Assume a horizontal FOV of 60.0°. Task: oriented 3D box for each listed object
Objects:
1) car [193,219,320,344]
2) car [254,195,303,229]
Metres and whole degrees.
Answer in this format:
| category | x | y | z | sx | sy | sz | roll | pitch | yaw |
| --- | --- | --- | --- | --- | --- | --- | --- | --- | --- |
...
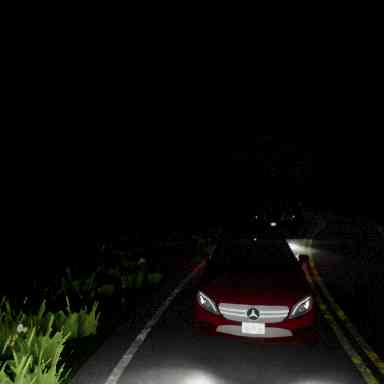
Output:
| category | x | y | z | sx | sy | sz | roll | pitch | yaw |
| --- | --- | --- | --- | --- | --- | --- | --- | --- | --- |
| car | 1.229 | 1.534 | 6.669 | 1.812 | 1.442 | 4.674 | -1 | 0 | 11 |
| car | 4.999 | 1.214 | 18.841 | 2.150 | 2.045 | 5.566 | -2 | -1 | 22 |
